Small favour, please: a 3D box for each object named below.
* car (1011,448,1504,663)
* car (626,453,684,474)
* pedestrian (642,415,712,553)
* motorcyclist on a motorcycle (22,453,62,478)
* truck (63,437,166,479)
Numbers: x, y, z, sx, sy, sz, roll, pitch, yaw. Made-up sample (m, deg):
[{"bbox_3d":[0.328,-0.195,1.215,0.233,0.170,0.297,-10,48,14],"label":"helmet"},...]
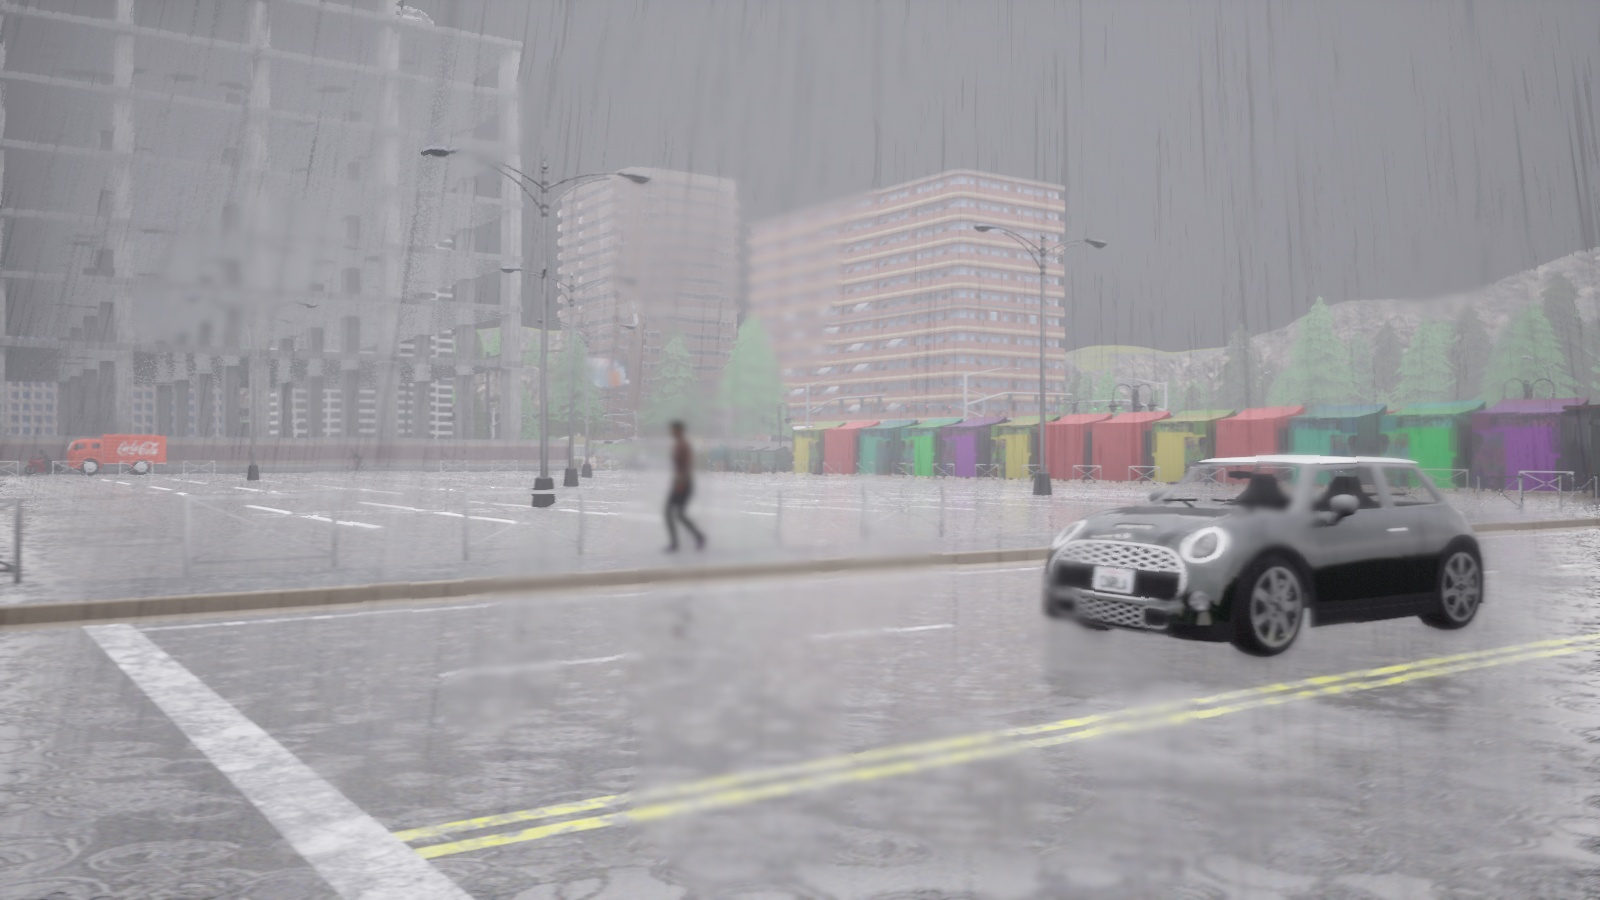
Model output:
[{"bbox_3d":[3.860,0.727,10.477,3.806,1.475,1.970,0,0,-33],"label":"car"},{"bbox_3d":[-10.203,0.935,88.677,3.633,1.501,1.845,0,0,-35],"label":"car"},{"bbox_3d":[-1.637,0.447,16.767,0.869,1.805,0.328,0,0,-34],"label":"pedestrian"},{"bbox_3d":[-46.061,0.948,76.329,2.044,1.523,0.797,0,0,-35],"label":"motorcyclist on a motorcycle"},{"bbox_3d":[-41.184,0.467,75.477,5.204,2.467,2.627,0,0,-35],"label":"truck"}]
